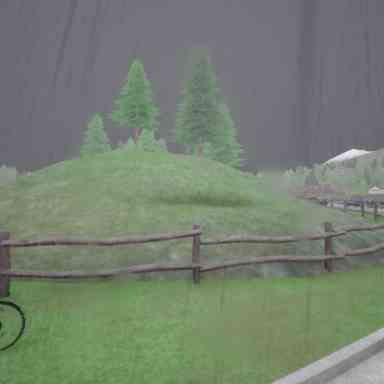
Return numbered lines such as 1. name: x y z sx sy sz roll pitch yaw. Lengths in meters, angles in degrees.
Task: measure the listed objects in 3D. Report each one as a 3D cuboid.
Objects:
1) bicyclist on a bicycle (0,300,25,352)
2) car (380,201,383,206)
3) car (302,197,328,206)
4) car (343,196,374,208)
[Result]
1. bicyclist on a bicycle: -2.936 1.302 4.022 1.656 1.620 0.582 -2 1 -36
2. car: 28.514 1.526 46.500 1.812 1.442 4.674 0 0 -12
3. car: 19.599 1.505 53.076 1.837 1.490 4.892 0 0 -16
4. car: 24.387 1.352 48.755 2.097 1.767 4.553 0 0 -16
